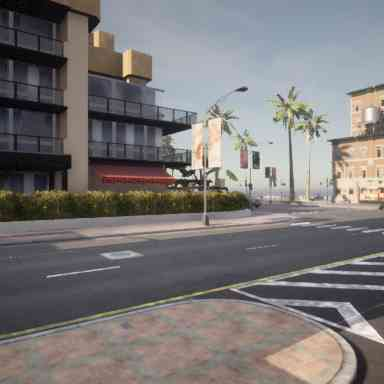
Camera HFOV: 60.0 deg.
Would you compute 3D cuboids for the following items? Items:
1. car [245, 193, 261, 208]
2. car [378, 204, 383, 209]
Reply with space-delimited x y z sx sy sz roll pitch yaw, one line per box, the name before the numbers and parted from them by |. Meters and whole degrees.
car | 7.430 1.221 48.079 2.150 2.045 5.566 0 0 -35
car | 23.876 1.547 37.096 2.033 1.411 5.357 0 0 -35
